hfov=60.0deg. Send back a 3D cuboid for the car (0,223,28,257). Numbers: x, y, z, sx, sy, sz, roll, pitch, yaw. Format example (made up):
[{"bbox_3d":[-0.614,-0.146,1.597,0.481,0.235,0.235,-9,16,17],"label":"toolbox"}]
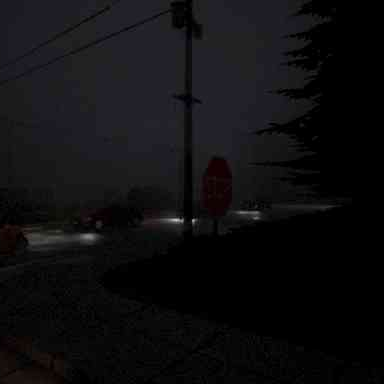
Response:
[{"bbox_3d":[-6.790,1.446,9.923,1.882,1.535,5.008,-1,0,-4],"label":"car"}]

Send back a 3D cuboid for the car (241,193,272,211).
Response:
[{"bbox_3d":[7.987,1.152,40.718,2.150,2.045,5.566,0,2,34],"label":"car"}]

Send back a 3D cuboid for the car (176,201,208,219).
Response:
[{"bbox_3d":[0.424,1.508,29.026,1.994,1.385,4.181,0,0,32],"label":"car"}]

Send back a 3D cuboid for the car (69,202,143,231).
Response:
[{"bbox_3d":[-5.108,1.424,20.430,1.882,1.535,5.008,0,0,33],"label":"car"}]

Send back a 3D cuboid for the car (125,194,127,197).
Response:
[{"bbox_3d":[-16.180,0.794,88.188,3.866,1.878,1.905,-2,6,-11],"label":"car"}]
